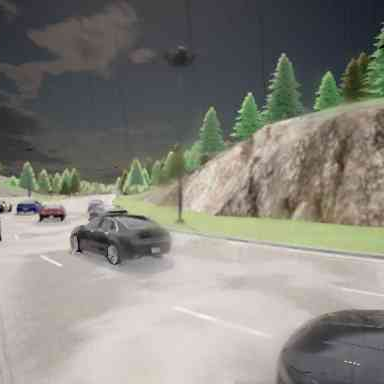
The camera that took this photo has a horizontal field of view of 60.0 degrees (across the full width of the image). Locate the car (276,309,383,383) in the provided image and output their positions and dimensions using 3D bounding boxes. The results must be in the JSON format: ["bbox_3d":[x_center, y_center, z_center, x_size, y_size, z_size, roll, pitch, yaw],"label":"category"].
[{"bbox_3d":[3.003,1.515,2.121,4.892,1.490,1.837,0,1,34],"label":"car"}]

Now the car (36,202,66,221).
[{"bbox_3d":[-11.908,1.692,28.664,1.895,1.301,4.718,0,0,-18],"label":"car"}]

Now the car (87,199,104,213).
[{"bbox_3d":[-11.437,1.653,39.653,1.812,1.442,4.674,0,0,-15],"label":"car"}]

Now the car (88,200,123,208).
[{"bbox_3d":[-5.612,1.563,22.338,2.128,1.511,4.902,0,0,-28],"label":"car"}]

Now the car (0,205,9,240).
[{"bbox_3d":[-10.617,1.601,16.831,2.033,1.411,5.357,0,0,-30],"label":"car"}]

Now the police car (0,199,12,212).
[{"bbox_3d":[-21.689,1.619,37.315,2.038,1.542,4.974,0,-1,-15],"label":"police car"}]

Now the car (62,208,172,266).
[{"bbox_3d":[-2.713,1.544,11.944,1.837,1.490,4.892,-1,0,-42],"label":"car"}]

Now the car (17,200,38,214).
[{"bbox_3d":[-17.858,1.594,36.675,1.882,1.535,5.008,0,0,-16],"label":"car"}]
